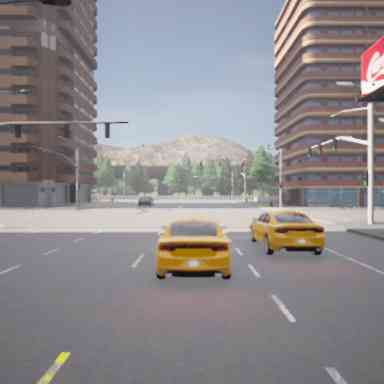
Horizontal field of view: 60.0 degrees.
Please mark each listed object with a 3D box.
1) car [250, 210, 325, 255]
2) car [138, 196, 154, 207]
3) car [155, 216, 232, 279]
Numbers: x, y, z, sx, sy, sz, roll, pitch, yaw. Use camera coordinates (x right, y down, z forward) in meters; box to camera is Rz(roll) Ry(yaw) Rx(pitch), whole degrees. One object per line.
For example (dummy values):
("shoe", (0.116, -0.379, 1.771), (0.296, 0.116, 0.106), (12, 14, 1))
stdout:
("car", (3.576, 1.455, 13.244), (1.882, 1.535, 5.008), (0, 0, 0))
("car", (-7.048, 1.393, 50.866), (1.882, 1.535, 5.008), (0, 0, 0))
("car", (0.056, 1.461, 10.006), (1.882, 1.535, 5.008), (0, 0, 1))
